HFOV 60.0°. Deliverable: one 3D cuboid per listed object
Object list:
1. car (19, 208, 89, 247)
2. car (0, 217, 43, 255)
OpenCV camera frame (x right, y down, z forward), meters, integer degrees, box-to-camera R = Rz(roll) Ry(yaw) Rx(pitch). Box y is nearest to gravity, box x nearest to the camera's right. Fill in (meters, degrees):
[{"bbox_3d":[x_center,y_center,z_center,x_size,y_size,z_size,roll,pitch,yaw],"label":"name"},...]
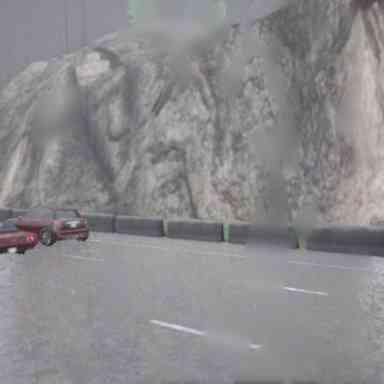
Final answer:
[{"bbox_3d":[-7.208,1.536,16.281,4.553,1.767,2.097,0,-1,31],"label":"car"},{"bbox_3d":[-8.131,1.732,12.740,4.718,1.301,1.895,0,-1,31],"label":"car"}]
